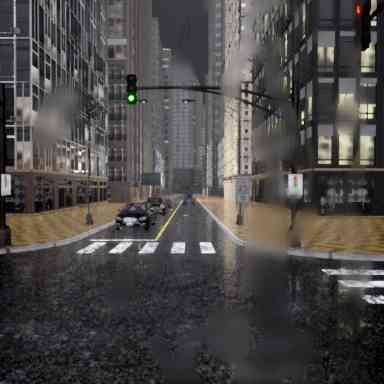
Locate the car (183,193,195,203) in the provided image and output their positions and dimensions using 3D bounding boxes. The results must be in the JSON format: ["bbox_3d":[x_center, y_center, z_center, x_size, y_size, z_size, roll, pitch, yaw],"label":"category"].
[{"bbox_3d":[-0.538,1.135,61.021,2.097,1.767,4.553,0,0,-1],"label":"car"}]

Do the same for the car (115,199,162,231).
[{"bbox_3d":[-3.293,1.399,20.109,2.128,1.511,4.902,0,0,0],"label":"car"}]

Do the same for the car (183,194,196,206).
[{"bbox_3d":[-0.450,1.336,51.035,1.812,1.442,4.674,0,0,-1],"label":"car"}]

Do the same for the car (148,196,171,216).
[{"bbox_3d":[-3.360,1.224,30.338,2.097,1.767,4.553,0,0,0],"label":"car"}]
